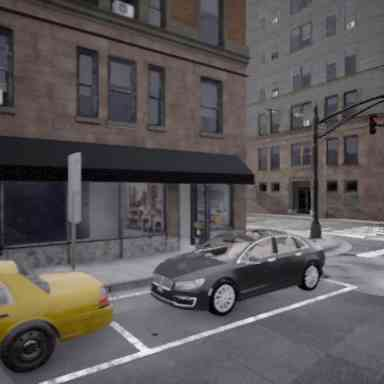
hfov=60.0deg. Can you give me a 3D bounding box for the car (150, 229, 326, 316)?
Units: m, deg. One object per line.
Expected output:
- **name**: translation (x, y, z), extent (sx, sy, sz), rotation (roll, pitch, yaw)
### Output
- **car**: translation (1.197, 1.543, 7.387), extent (4.403, 1.369, 2.008), rotation (0, 0, -35)

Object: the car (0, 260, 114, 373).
- **car**: translation (-3.440, 1.527, 4.080), extent (4.829, 1.417, 1.752), rotation (0, 0, -35)
